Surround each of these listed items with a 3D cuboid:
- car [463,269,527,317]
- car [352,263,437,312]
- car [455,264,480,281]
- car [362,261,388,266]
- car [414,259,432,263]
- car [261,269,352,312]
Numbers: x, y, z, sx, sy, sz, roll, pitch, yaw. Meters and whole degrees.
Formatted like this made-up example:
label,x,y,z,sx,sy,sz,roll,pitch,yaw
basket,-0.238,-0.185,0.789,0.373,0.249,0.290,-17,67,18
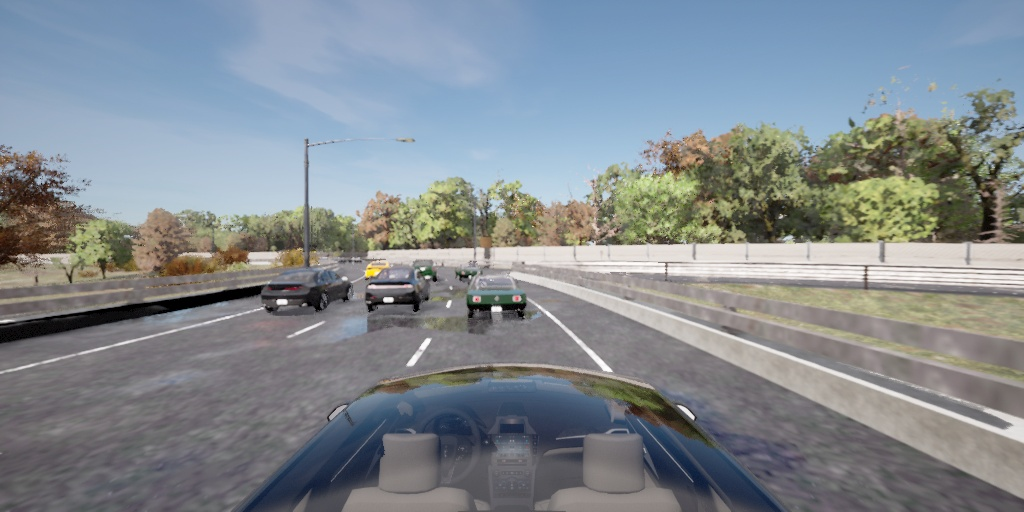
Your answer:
label,x,y,z,sx,sy,sz,roll,pitch,yaw
car,-0.683,1.320,13.067,1.895,1.301,4.718,0,0,-6
car,-4.352,1.223,14.202,2.128,1.511,4.902,0,0,-7
car,-3.571,1.284,29.044,1.895,1.301,4.718,0,0,-13
car,-11.239,1.189,30.585,1.882,1.535,5.008,0,0,-16
car,-7.322,1.049,29.459,2.097,1.767,4.553,0,0,-15
car,-7.878,1.252,14.231,1.837,1.490,4.892,0,1,-7
